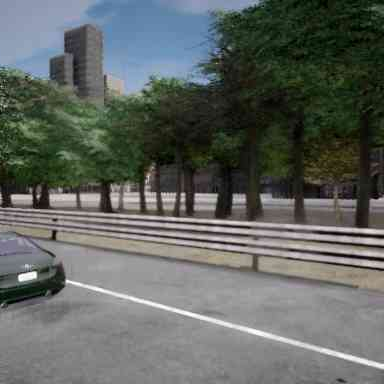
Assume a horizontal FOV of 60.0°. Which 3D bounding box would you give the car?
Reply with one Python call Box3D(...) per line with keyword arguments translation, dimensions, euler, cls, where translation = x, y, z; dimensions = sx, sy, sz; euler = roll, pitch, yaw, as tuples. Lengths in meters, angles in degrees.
Box3D(translation=(-4.696, 1.551, 7.408), dimensions=(4.181, 1.385, 1.994), euler=(0, 0, 36), cls="car")
